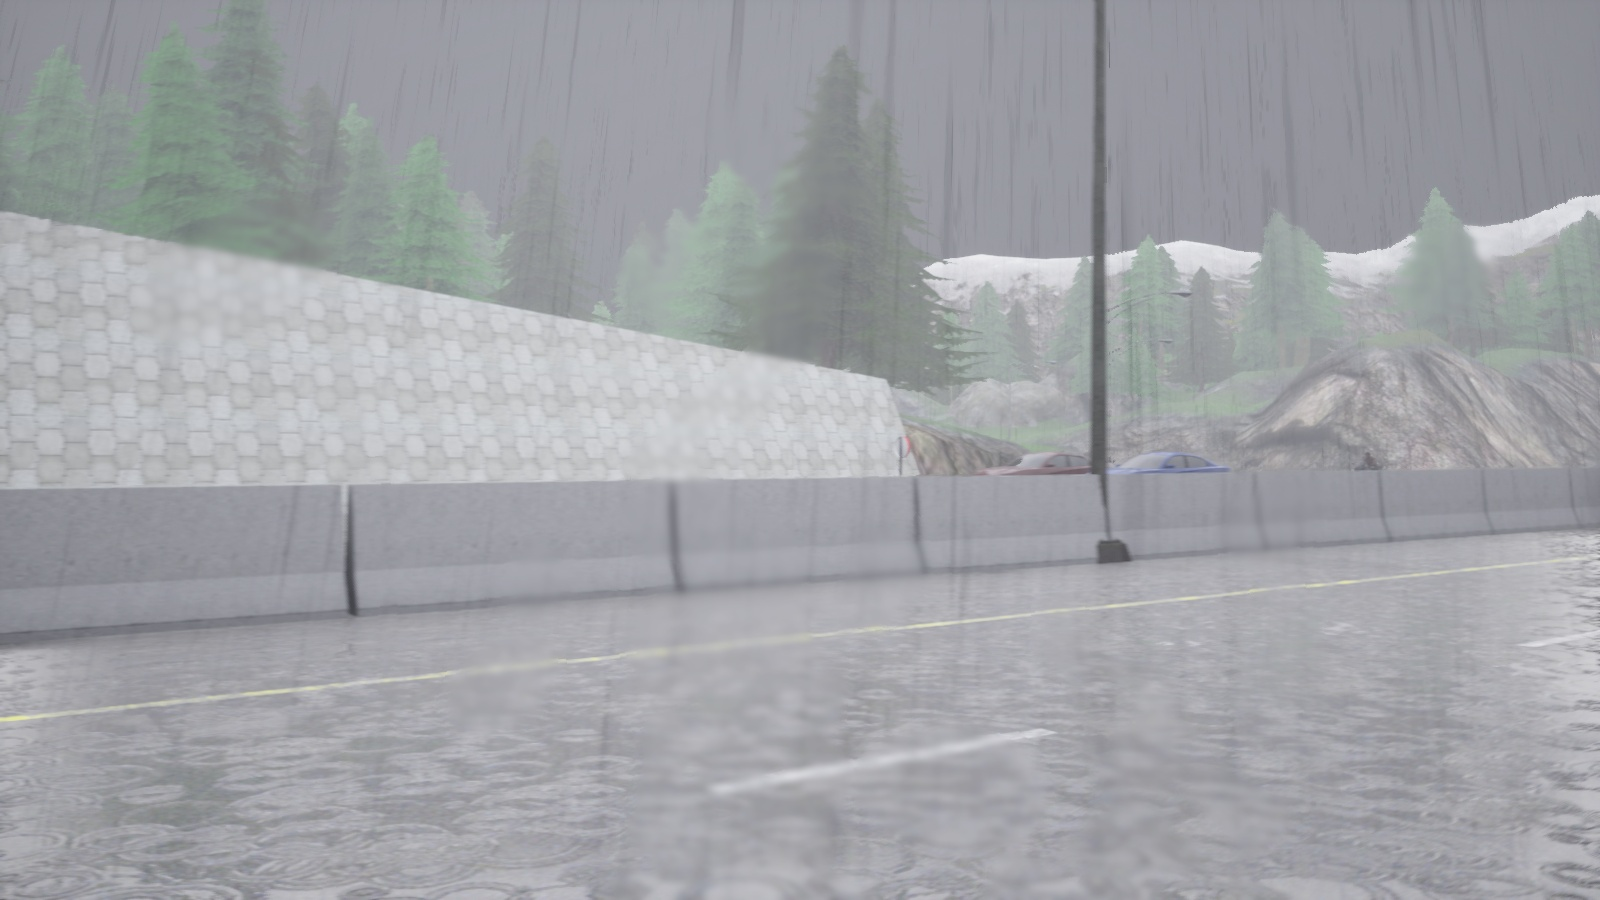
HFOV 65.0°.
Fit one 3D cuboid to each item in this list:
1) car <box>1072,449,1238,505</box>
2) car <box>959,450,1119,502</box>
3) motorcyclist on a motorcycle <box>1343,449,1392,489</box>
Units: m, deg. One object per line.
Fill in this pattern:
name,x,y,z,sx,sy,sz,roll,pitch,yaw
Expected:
car,10.333,0.748,36.438,5.008,1.535,1.882,0,0,-35
car,7.407,0.761,38.666,5.008,1.535,1.882,0,0,-35
motorcyclist on a motorcycle,22.093,0.735,48.889,2.044,1.523,0.797,1,-1,-35
